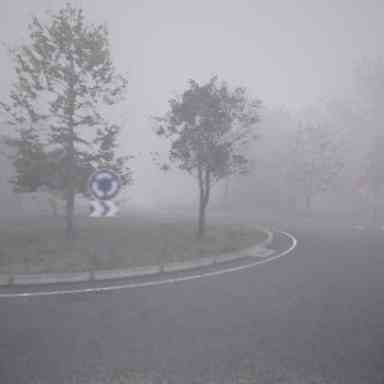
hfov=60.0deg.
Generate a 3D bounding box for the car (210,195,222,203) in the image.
[{"bbox_3d":[6.106,1.911,85.015,4.553,1.767,2.185,0,0,-8],"label":"car"}]

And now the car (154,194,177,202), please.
[{"bbox_3d":[-6.686,1.732,86.049,5.566,2.045,2.435,0,-1,-8],"label":"car"}]

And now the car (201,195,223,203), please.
[{"bbox_3d":[5.364,1.844,90.748,5.566,2.045,2.435,0,-1,-8],"label":"car"}]

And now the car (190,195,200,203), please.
[{"bbox_3d":[1.643,1.705,81.881,2.150,2.045,5.566,0,-1,-8],"label":"car"}]

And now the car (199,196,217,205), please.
[{"bbox_3d":[3.335,1.968,69.421,1.895,1.301,4.718,0,-1,-8],"label":"car"}]
